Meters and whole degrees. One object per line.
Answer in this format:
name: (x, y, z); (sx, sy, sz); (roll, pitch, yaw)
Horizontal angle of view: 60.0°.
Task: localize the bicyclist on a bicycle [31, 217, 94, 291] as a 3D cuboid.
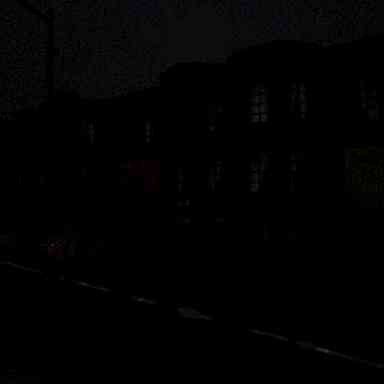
bicyclist on a bicycle: (-2.975, 1.401, 7.825); (0.582, 1.620, 1.656); (0, 0, 37)
